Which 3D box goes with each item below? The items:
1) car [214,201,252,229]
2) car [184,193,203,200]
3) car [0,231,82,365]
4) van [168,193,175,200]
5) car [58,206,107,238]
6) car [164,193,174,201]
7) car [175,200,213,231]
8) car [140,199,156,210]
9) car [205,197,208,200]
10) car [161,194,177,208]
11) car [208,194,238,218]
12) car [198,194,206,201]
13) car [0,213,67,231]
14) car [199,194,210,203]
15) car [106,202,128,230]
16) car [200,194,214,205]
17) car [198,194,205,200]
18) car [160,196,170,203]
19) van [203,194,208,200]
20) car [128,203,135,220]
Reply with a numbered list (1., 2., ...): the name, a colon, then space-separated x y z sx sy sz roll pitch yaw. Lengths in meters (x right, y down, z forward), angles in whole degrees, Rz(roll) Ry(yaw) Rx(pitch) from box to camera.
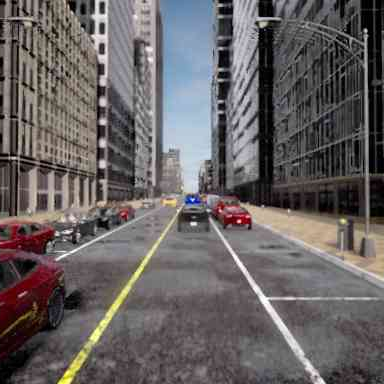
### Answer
1. car: 2.699 1.541 21.248 1.887 1.381 4.507 1 0 0
2. car: 0.089 1.211 45.946 2.150 2.045 5.566 0 0 0
3. car: -3.101 1.525 4.135 1.812 1.442 4.674 0 0 0
4. van: -5.705 1.333 93.642 1.690 1.788 3.998 1 0 0
5. car: -5.680 1.548 15.590 2.008 1.369 4.403 1 0 0
6. car: -5.693 1.307 82.491 2.192 1.841 5.009 1 0 0
7. car: 0.095 1.501 20.699 1.837 1.490 4.892 0 0 0
8. car: -5.688 1.543 43.465 2.008 1.369 4.403 1 0 0
9. car: 2.694 1.576 37.980 1.802 1.307 4.206 1 0 0
10. car: -3.087 1.470 47.063 1.882 1.535 5.008 0 0 0
11. car: 2.702 1.311 26.826 2.192 1.841 5.009 1 0 0
12. car: 2.684 1.432 88.175 1.967 1.590 4.097 1 0 0
13. car: -5.679 1.543 10.014 1.887 1.381 4.507 1 0 0
14. car: 2.691 1.307 71.444 2.192 1.841 5.009 1 0 0
15. car: -5.682 1.562 21.165 1.947 1.339 4.313 1 0 0
16. car: 2.693 1.307 60.289 2.192 1.841 5.009 1 0 0
17. car: 2.683 1.433 93.752 1.967 1.590 4.097 1 0 0
18. car: -5.695 1.573 71.341 1.802 1.307 4.206 1 0 0
19. van: 2.697 1.334 43.557 1.690 1.788 3.998 1 0 0
20. car: -5.683 1.540 26.740 1.887 1.381 4.507 1 0 0
